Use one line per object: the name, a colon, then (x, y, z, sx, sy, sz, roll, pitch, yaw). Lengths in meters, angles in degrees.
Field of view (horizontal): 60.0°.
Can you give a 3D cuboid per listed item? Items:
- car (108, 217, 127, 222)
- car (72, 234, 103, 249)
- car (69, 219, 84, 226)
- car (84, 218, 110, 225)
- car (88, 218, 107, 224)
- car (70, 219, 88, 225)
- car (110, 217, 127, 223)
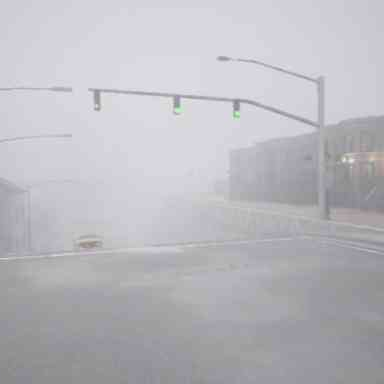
car: (-20.227, 7.496, 90.286, 4.536, 1.218, 1.853, -1, 1, 12)
car: (-7.508, 3.755, 24.015, 1.882, 1.535, 5.008, -2, -11, -17)
car: (-29.518, 7.905, 86.708, 4.974, 1.542, 2.038, 0, 2, 27)
car: (-25.100, 7.795, 88.013, 2.038, 1.542, 4.974, 0, 2, 37)
car: (-25.071, 7.636, 88.051, 1.853, 1.218, 4.536, 0, 2, 37)
car: (-29.567, 7.748, 86.727, 4.536, 1.218, 1.853, 0, 2, 27)
car: (-20.173, 7.653, 90.279, 4.974, 1.542, 2.038, -1, 1, 12)
